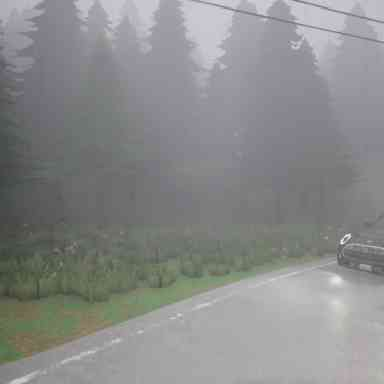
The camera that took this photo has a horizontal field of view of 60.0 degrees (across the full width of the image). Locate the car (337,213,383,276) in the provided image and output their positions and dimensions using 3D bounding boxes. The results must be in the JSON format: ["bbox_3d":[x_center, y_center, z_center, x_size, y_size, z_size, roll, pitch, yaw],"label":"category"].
[{"bbox_3d":[6.307,1.320,9.641,4.553,1.767,2.097,0,0,-32],"label":"car"}]
